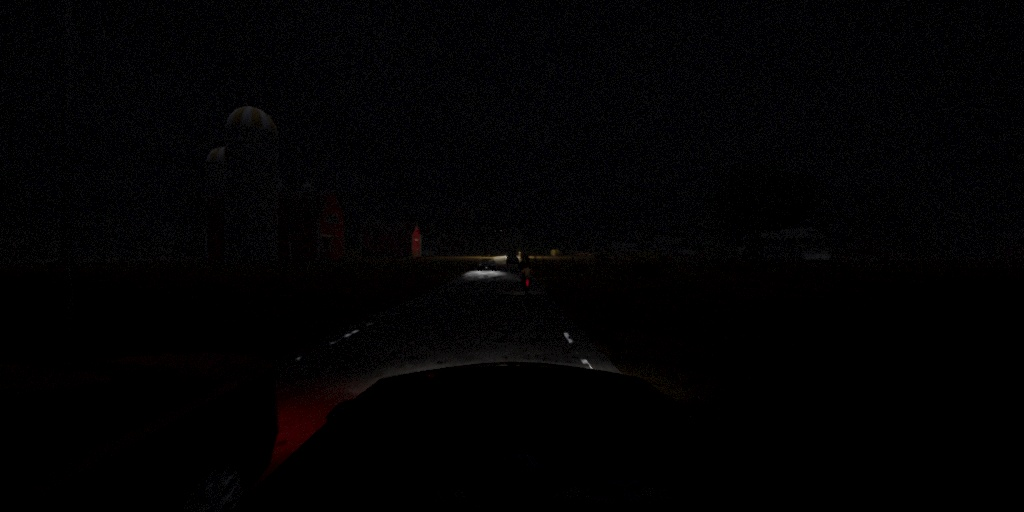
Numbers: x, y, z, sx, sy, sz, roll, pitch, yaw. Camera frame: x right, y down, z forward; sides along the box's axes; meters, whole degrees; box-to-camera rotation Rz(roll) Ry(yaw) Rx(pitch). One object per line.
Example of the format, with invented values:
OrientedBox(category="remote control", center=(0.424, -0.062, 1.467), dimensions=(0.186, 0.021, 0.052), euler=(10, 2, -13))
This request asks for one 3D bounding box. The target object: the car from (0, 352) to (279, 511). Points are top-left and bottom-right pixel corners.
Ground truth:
OrientedBox(category="car", center=(-2.851, 1.229, 0.858), dimensions=(1.882, 1.535, 5.008), euler=(0, 0, 0))

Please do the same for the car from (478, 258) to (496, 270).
OrientedBox(category="car", center=(-2.842, 0.955, 41.996), dimensions=(1.895, 1.301, 4.718), euler=(0, 1, 0))

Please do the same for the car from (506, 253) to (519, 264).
OrientedBox(category="car", center=(0.086, 0.571, 57.481), dimensions=(1.994, 1.385, 4.181), euler=(0, 1, 0))

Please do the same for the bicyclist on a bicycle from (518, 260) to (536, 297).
OrientedBox(category="bicyclist on a bicycle", center=(0.744, 1.136, 17.572), dimensions=(0.866, 1.612, 1.509), euler=(0, 0, 0))
